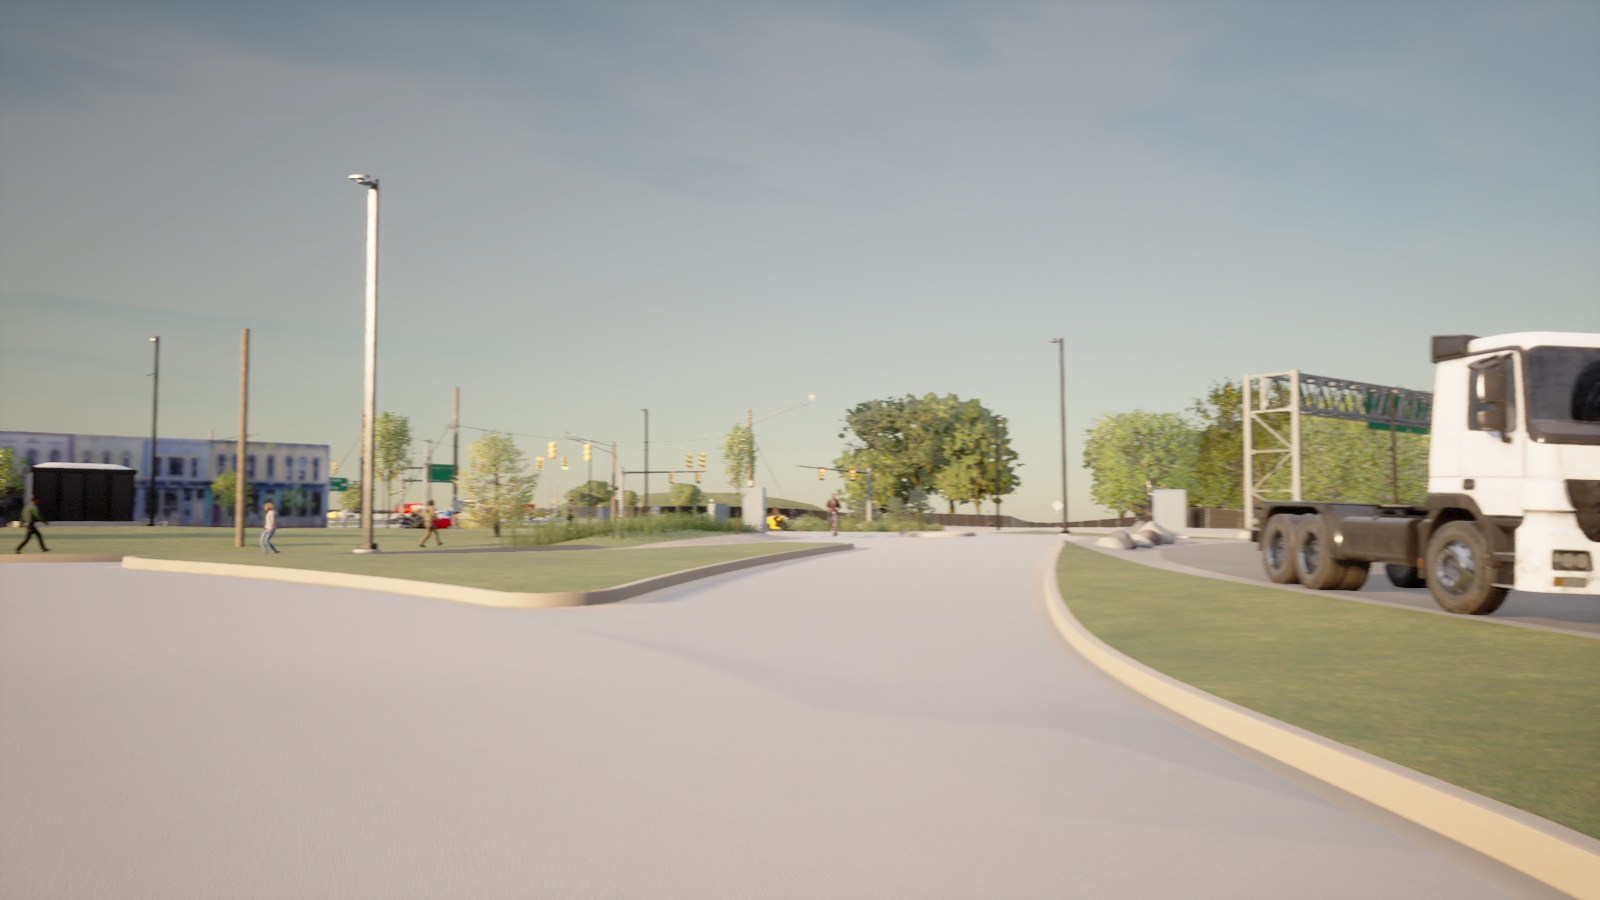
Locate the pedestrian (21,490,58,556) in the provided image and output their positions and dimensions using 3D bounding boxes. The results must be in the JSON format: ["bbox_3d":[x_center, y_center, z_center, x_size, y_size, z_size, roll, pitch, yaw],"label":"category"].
[{"bbox_3d":[-22.759,2.183,37.593,0.423,1.949,0.788,-4,-6,41],"label":"pedestrian"}]

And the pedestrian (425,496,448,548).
[{"bbox_3d":[-13.422,2.663,46.408,0.692,1.930,0.396,3,-6,-41],"label":"pedestrian"}]

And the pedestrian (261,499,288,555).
[{"bbox_3d":[-17.275,2.534,41.283,0.706,1.836,0.354,3,-6,-42],"label":"pedestrian"}]

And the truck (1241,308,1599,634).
[{"bbox_3d":[9.177,0.395,17.426,2.891,3.462,7.936,2,-2,-3],"label":"truck"}]

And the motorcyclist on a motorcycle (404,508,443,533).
[{"bbox_3d":[-23.739,4.449,79.145,2.191,1.530,0.866,0,-4,-27],"label":"motorcyclist on a motorcycle"}]

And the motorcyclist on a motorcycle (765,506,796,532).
[{"bbox_3d":[-1.181,4.125,75.305,0.797,1.523,2.044,3,-4,-38],"label":"motorcyclist on a motorcycle"}]

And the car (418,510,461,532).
[{"bbox_3d":[-23.353,4.602,81.371,1.481,1.376,2.207,-4,-4,34],"label":"car"}]
